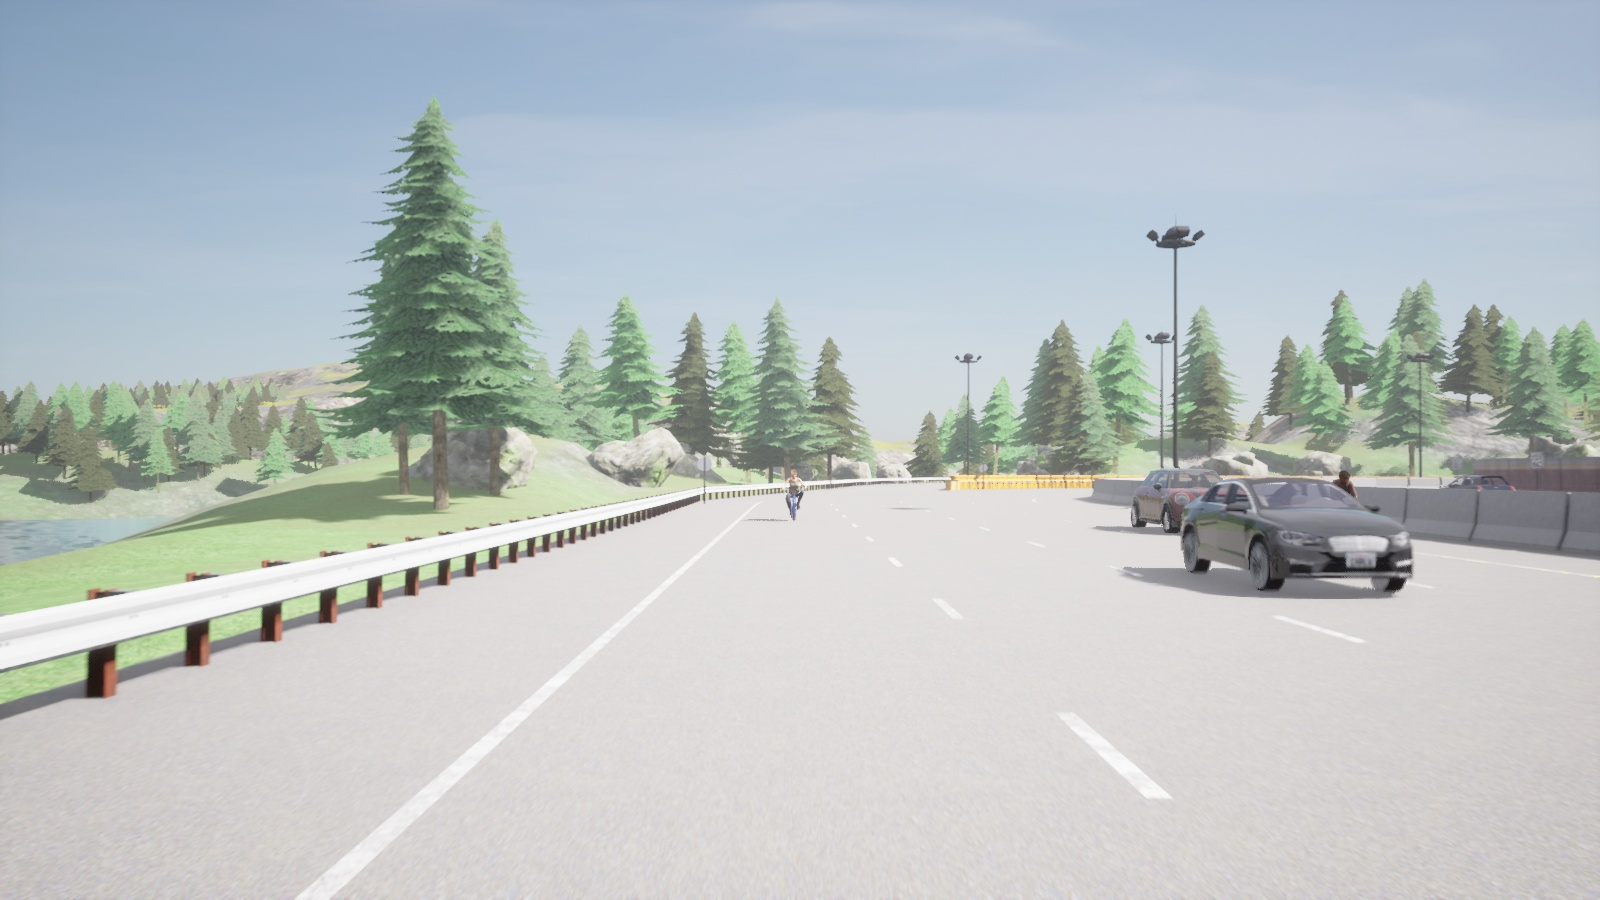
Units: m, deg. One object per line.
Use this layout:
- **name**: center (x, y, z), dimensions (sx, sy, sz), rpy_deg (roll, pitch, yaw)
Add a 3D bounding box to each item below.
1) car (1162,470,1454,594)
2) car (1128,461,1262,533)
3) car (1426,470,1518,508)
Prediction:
- **car**: center (6.925, 1.041, 17.817), dimensions (2.128, 1.511, 4.902), rpy_deg (0, -1, 0)
- **car**: center (10.347, 1.189, 33.278), dimensions (2.097, 1.767, 4.553), rpy_deg (0, -1, 0)
- **car**: center (27.756, 1.588, 51.982), dimensions (1.845, 1.501, 3.633), rpy_deg (0, -1, 0)
